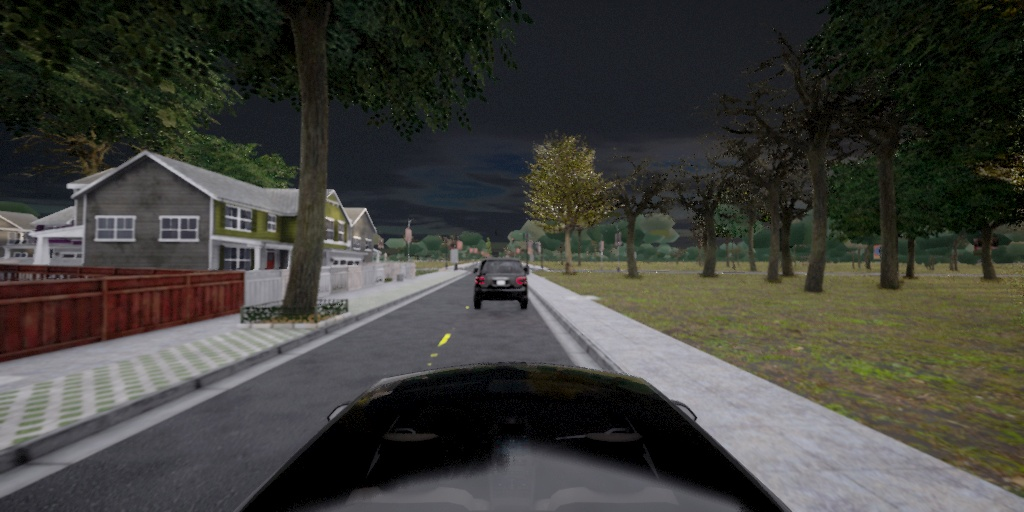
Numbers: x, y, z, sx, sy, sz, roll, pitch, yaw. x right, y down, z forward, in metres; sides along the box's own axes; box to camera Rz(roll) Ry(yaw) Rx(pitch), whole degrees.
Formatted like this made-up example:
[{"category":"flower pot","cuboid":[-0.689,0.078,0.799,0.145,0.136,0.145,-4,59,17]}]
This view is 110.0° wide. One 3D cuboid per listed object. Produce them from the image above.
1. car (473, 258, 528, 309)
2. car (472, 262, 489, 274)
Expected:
[{"category":"car","cuboid":[-0.487,1.095,15.882,2.150,2.045,5.566,0,0,-2]},{"category":"car","cuboid":[-4.263,1.639,49.205,2.128,1.511,4.902,0,-1,-2]}]
